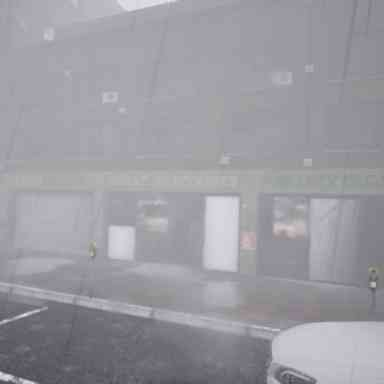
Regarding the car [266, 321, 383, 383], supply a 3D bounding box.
[{"bbox_3d":[3.088,1.849,3.091,4.674,1.442,1.812,1,-3,22],"label":"car"}]
